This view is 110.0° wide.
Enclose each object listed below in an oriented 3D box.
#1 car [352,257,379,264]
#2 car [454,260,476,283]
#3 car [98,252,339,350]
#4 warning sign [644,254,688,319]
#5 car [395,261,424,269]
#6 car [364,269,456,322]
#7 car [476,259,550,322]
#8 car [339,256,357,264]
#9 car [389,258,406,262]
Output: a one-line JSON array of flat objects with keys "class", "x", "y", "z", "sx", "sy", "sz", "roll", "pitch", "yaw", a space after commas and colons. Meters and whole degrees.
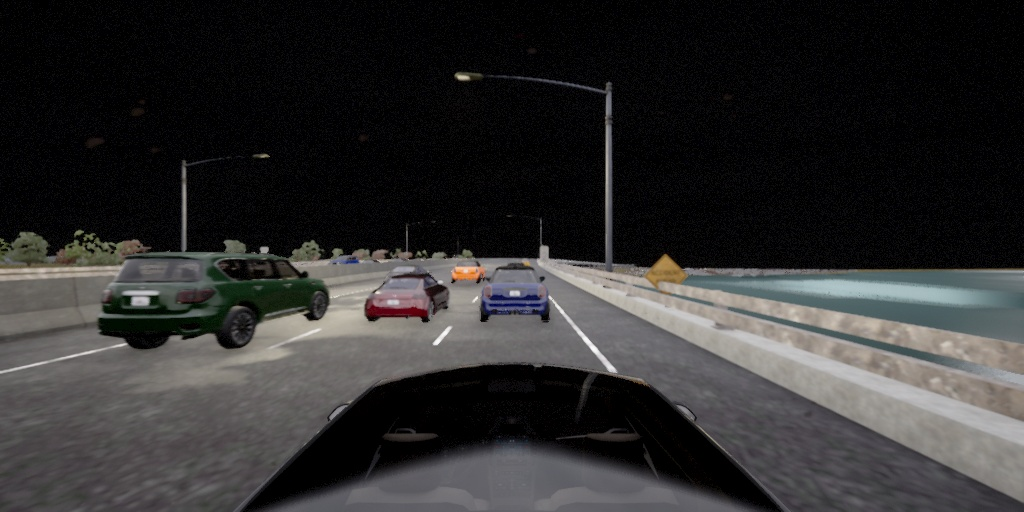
[{"class": "car", "x": -20.341, "y": 1.273, "z": 51.025, "sx": 1.837, "sy": 1.490, "sz": 4.892, "roll": 0, "pitch": 0, "yaw": 2}, {"class": "car", "x": -3.222, "y": 1.102, "z": 27.457, "sx": 2.097, "sy": 1.767, "sz": 4.553, "roll": 0, "pitch": 0, "yaw": 1}, {"class": "car", "x": -6.908, "y": 0.962, "z": 9.272, "sx": 2.150, "sy": 2.045, "sz": 5.566, "roll": 0, "pitch": -1, "yaw": -2}, {"class": "warning sign", "x": 4.576, "y": 0.864, "z": 10.641, "sx": 1.300, "sy": 1.860, "sz": 1.060, "roll": 0, "pitch": 0, "yaw": 0}, {"class": "car", "x": -6.800, "y": 1.296, "z": 23.997, "sx": 2.033, "sy": 1.411, "sz": 5.357, "roll": 0, "pitch": 0, "yaw": 1}, {"class": "car", "x": -3.389, "y": 1.309, "z": 12.320, "sx": 1.994, "sy": 1.385, "sz": 4.181, "roll": 0, "pitch": 0, "yaw": 1}, {"class": "car", "x": 0.112, "y": 1.099, "z": 12.491, "sx": 2.097, "sy": 1.767, "sz": 4.553, "roll": 0, "pitch": 0, "yaw": 1}, {"class": "car", "x": -23.837, "y": 0.990, "z": 51.083, "sx": 2.150, "sy": 2.045, "sz": 5.566, "roll": 0, "pitch": 0, "yaw": 2}, {"class": "car", "x": -16.785, "y": 1.122, "z": 52.631, "sx": 2.097, "sy": 1.767, "sz": 4.553, "roll": 0, "pitch": 0, "yaw": 2}]
